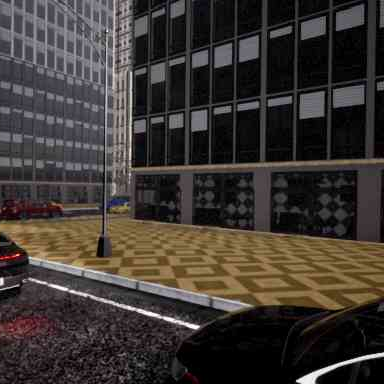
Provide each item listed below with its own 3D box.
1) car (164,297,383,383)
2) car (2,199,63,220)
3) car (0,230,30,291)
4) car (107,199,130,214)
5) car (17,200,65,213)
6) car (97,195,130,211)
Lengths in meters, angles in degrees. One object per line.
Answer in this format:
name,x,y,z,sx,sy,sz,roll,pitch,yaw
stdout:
car,1.994,1.505,2.252,4.892,1.490,1.837,0,0,36
car,-14.154,1.517,29.660,2.192,1.841,5.009,1,0,37
car,-5.722,1.500,7.796,4.892,1.490,1.837,0,0,36
car,-7.323,1.828,38.847,1.752,1.417,4.829,1,0,37
car,-17.617,1.640,39.047,1.752,1.417,4.829,1,0,37
car,-10.123,1.460,44.772,2.150,2.045,5.566,1,0,36
